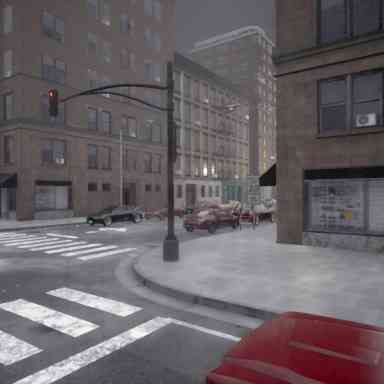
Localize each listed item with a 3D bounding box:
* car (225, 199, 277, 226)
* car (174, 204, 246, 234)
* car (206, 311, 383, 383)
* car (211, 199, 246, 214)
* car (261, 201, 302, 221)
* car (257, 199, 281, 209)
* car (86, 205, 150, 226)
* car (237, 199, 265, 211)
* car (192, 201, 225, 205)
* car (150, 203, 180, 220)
[{"bbox_3d":[4.359,1.412,23.383,1.967,1.590,4.097,0,0,36],"label":"car"},{"bbox_3d":[1.149,1.555,18.893,1.802,1.307,4.206,0,0,36],"label":"car"},{"bbox_3d":[2.351,1.601,2.013,4.718,1.301,1.895,0,0,36],"label":"car"},{"bbox_3d":[4.150,1.544,36.888,1.752,1.417,4.829,0,0,36],"label":"car"},{"bbox_3d":[7.668,1.495,28.010,1.752,1.417,4.829,0,0,36],"label":"car"},{"bbox_3d":[10.669,1.601,46.004,1.802,1.307,4.206,0,0,36],"label":"car"},{"bbox_3d":[-5.380,1.590,23.560,1.947,1.339,4.313,0,0,36],"label":"car"},{"bbox_3d":[7.459,1.600,41.515,1.802,1.307,4.206,0,0,36],"label":"car"},{"bbox_3d":[1.040,1.565,32.537,1.887,1.381,4.507,0,0,36],"label":"car"},{"bbox_3d":[-2.170,1.604,28.049,1.802,1.307,4.206,0,0,36],"label":"car"}]
